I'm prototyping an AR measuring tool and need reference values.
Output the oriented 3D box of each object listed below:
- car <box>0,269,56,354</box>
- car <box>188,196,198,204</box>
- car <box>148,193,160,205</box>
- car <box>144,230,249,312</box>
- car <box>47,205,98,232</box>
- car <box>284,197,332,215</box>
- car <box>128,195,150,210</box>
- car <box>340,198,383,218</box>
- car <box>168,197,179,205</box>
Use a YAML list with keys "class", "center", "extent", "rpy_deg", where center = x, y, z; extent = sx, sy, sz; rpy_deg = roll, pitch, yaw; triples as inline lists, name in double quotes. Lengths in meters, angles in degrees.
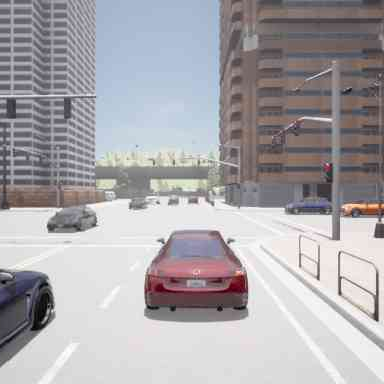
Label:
- class: "car"
  center: [-3.432, 1.564, 4.247]
  extent: [1.994, 1.385, 4.181]
  rpy_deg: [0, 0, 1]
- class: "car"
  center: [0.215, 1.491, 64.189]
  extent: [2.128, 1.511, 4.902]
  rpy_deg: [0, 0, 0]
- class: "car"
  center: [-6.968, 1.223, 59.485]
  extent: [2.150, 2.045, 5.566]
  rpy_deg: [0, 0, 0]
- class: "car"
  center: [0.094, 1.564, 7.815]
  extent: [1.994, 1.385, 4.181]
  rpy_deg: [0, 0, 1]
- class: "car"
  center: [-7.052, 1.525, 20.104]
  extent: [1.812, 1.442, 4.674]
  rpy_deg: [0, 0, 0]
- class: "car"
  center: [11.601, 1.352, 33.240]
  extent: [4.553, 1.767, 2.097]
  rpy_deg: [0, 0, 2]
- class: "car"
  center: [-7.021, 1.505, 43.187]
  extent: [1.837, 1.490, 4.892]
  rpy_deg: [0, 0, 0]
- class: "car"
  center: [15.571, 1.352, 29.652]
  extent: [4.553, 1.767, 2.097]
  rpy_deg: [0, 0, 1]
- class: "car"
  center: [-3.292, 1.547, 60.649]
  extent: [2.033, 1.411, 5.357]
  rpy_deg: [0, 0, 0]
